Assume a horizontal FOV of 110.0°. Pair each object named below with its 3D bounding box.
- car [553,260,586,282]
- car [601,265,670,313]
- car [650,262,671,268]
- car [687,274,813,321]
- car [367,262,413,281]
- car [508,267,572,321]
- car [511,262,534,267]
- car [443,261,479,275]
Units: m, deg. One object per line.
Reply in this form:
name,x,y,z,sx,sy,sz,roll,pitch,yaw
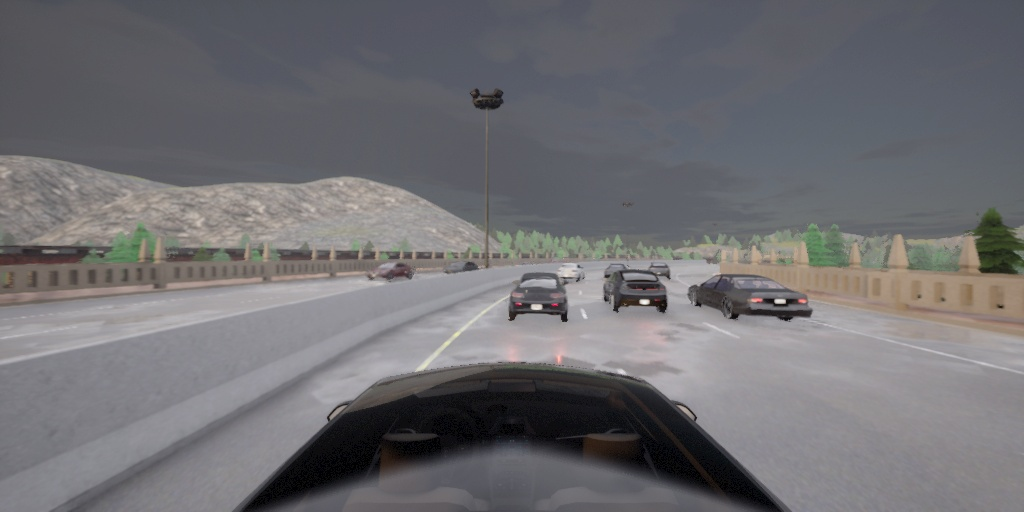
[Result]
car,4.881,1.299,29.693,1.812,1.442,4.674,0,0,18
car,4.761,1.279,14.320,1.837,1.490,4.892,0,0,8
car,13.697,1.311,33.445,2.128,1.511,4.902,0,0,22
car,7.983,1.338,12.684,2.033,1.411,5.357,0,0,8
car,-9.939,1.225,29.641,1.812,1.442,4.674,0,0,16
car,0.977,1.281,12.440,1.812,1.442,4.674,0,0,7
car,1.500,1.358,41.033,1.895,1.301,4.718,0,0,24
car,-4.822,1.230,34.322,1.837,1.490,4.892,0,0,20
